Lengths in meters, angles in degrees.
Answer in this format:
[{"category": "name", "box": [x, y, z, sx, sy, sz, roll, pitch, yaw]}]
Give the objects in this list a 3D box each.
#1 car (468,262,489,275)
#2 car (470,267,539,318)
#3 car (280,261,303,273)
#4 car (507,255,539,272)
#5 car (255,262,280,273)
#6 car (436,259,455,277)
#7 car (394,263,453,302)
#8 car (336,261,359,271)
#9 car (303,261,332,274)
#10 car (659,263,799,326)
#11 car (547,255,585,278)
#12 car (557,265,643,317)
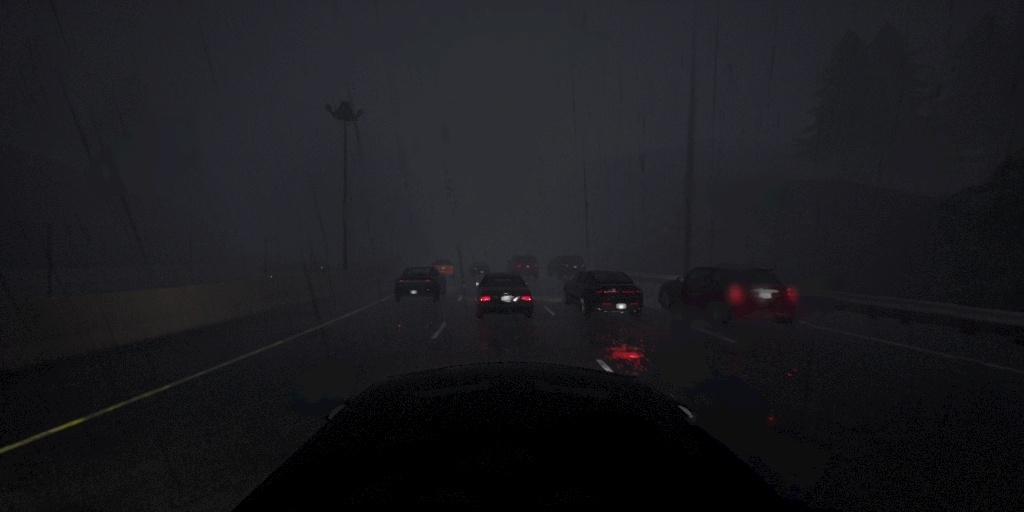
[{"category": "car", "box": [-3.163, 1.284, 35.215, 1.812, 1.442, 4.674, 0, 0, -10]}, {"category": "car", "box": [-0.345, 1.299, 13.012, 2.033, 1.411, 5.357, 0, 0, -4]}, {"category": "car", "box": [-27.209, 1.376, 45.382, 1.994, 1.385, 4.181, 0, 0, -15]}, {"category": "car", "box": [0.893, 0.971, 32.478, 2.150, 2.045, 5.566, 0, 0, -9]}, {"category": "car", "box": [-30.931, 1.421, 45.823, 1.895, 1.301, 4.718, 0, 0, -15]}, {"category": "car", "box": [-6.698, 1.118, 35.030, 2.097, 1.767, 4.553, 0, 0, -11]}, {"category": "car", "box": [-4.204, 1.252, 16.994, 2.128, 1.511, 4.902, 0, 0, -5]}, {"category": "car", "box": [-19.080, 1.320, 41.871, 1.812, 1.442, 4.674, 0, 0, -14]}, {"category": "car", "box": [-22.902, 1.328, 42.774, 1.812, 1.442, 4.674, 0, 0, -14]}, {"category": "car", "box": [6.689, 1.087, 11.725, 2.097, 1.767, 4.553, 0, 0, -3]}, {"category": "car", "box": [4.641, 0.962, 31.224, 2.150, 2.045, 5.566, 0, 0, -9]}, {"category": "car", "box": [3.114, 1.248, 13.094, 1.837, 1.490, 4.892, 0, 0, -3]}]
